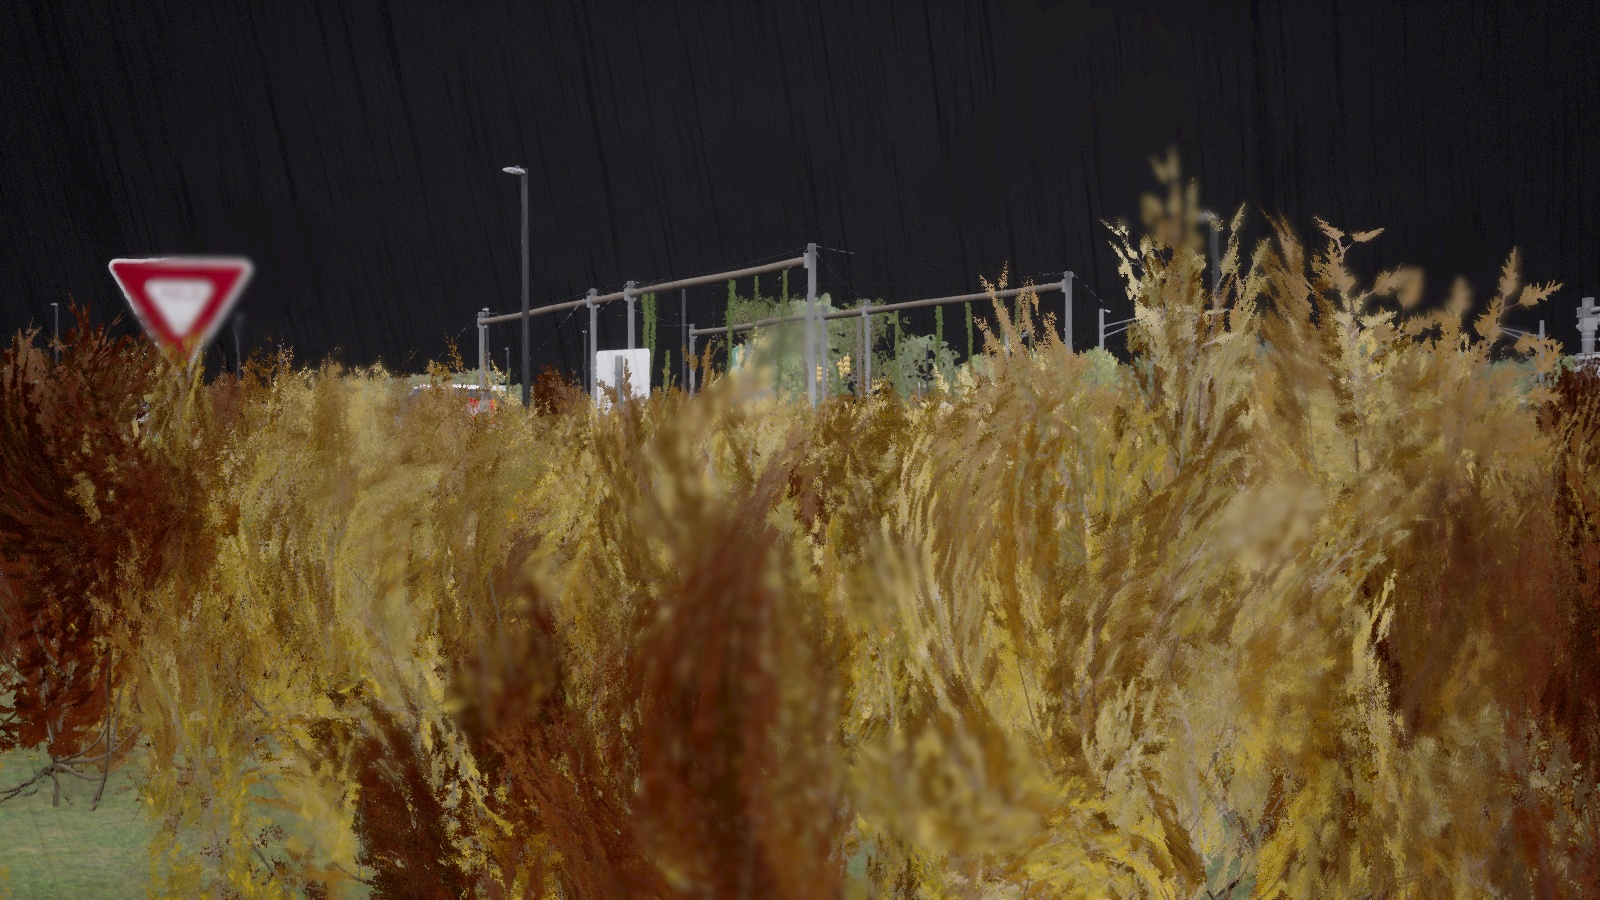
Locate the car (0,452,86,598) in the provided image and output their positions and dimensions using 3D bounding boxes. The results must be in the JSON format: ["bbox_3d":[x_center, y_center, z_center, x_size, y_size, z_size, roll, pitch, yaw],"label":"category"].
[{"bbox_3d":[-10.417,0.753,13.385,4.674,1.442,1.812,0,2,6],"label":"car"}]
